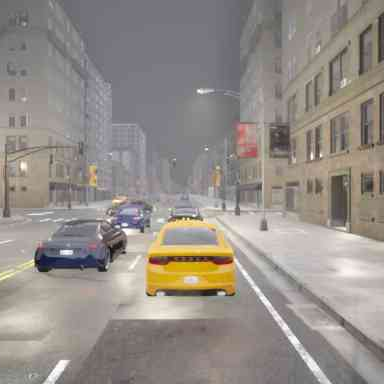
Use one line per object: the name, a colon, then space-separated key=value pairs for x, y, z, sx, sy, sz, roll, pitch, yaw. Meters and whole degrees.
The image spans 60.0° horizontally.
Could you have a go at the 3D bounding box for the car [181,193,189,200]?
car: x=-1.881 y=1.254 z=90.697 sx=2.097 sy=1.767 sz=4.553 roll=0 pitch=0 yaw=-1

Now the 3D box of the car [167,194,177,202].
car: x=-4.919 y=1.381 z=80.627 sx=2.097 sy=1.767 sz=4.553 roll=0 pitch=0 yaw=-1

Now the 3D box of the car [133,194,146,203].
car: x=-11.221 y=1.384 z=71.124 sx=2.097 sy=1.767 sz=4.553 roll=0 pitch=0 yaw=-1

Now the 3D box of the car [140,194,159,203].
car: x=-7.811 y=1.574 z=60.805 sx=2.033 sy=1.411 sz=5.357 roll=0 pitch=0 yaw=-1

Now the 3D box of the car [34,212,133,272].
car: x=-3.355 y=1.566 z=10.792 sx=1.994 sy=1.385 sz=4.181 roll=0 pitch=0 yaw=-1

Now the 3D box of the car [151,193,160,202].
car: x=-7.973 y=1.254 z=71.279 sx=2.150 sy=2.045 sz=5.566 roll=0 pitch=0 yaw=-1

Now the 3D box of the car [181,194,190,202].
car: x=-1.670 y=1.381 z=80.696 sx=2.097 sy=1.767 sz=4.553 roll=0 pitch=0 yaw=-1

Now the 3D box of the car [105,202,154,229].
car: x=-3.534 y=1.532 z=19.534 sx=1.812 sy=1.442 sz=4.674 roll=0 pitch=0 yaw=-1

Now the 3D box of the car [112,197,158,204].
car: x=-5.636 y=1.513 z=30.122 sx=1.837 sy=1.490 sz=4.892 roll=-2 pitch=-1 yaw=34

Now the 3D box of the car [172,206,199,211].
car: x=-0.353 y=1.510 z=18.135 sx=1.837 sy=1.490 sz=4.892 roll=0 pitch=0 yaw=-1

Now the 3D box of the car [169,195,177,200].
car: x=-5.131 y=1.438 z=90.659 sx=2.033 sy=1.411 sz=5.357 roll=0 pitch=0 yaw=-1

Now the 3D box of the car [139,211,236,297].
car: x=-0.054 y=1.480 z=8.654 sx=1.882 sy=1.535 sz=5.008 roll=0 pitch=0 yaw=-1

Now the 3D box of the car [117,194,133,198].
car: x=-10.895 y=1.501 z=51.200 sx=1.882 sy=1.535 sz=5.008 roll=0 pitch=0 yaw=-1

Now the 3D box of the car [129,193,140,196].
car: x=-11.069 y=1.248 z=61.135 sx=2.150 sy=2.045 sz=5.566 roll=0 pitch=0 yaw=-1
